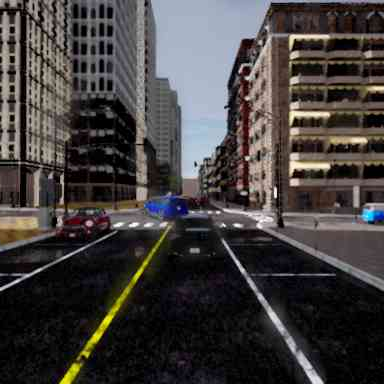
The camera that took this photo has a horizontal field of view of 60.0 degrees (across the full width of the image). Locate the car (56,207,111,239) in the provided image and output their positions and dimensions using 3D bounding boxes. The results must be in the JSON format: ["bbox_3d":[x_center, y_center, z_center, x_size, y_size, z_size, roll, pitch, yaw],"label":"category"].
[{"bbox_3d":[-5.707,1.551,17.867,1.967,1.590,4.097,0,0,0],"label":"car"}]

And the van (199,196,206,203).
[{"bbox_3d":[2.612,1.889,83.655,1.690,1.788,3.998,0,0,0],"label":"van"}]

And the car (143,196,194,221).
[{"bbox_3d":[-2.407,1.400,29.527,2.150,2.045,5.566,2,0,-30],"label":"car"}]

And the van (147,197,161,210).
[{"bbox_3d":[-5.737,1.661,50.341,1.690,1.788,3.998,0,0,0],"label":"van"}]

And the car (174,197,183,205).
[{"bbox_3d":[-3.068,1.963,74.645,1.882,1.535,5.008,0,0,0],"label":"car"}]

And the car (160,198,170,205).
[{"bbox_3d":[-5.757,1.995,72.373,1.752,1.417,4.829,0,0,0],"label":"car"}]

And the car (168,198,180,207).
[{"bbox_3d":[-3.102,1.857,59.164,1.882,1.535,5.008,0,0,0],"label":"car"}]

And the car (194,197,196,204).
[{"bbox_3d":[-0.069,2.067,79.840,1.994,1.385,4.181,0,0,0],"label":"car"}]

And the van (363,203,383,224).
[{"bbox_3d":[16.904,1.883,28.619,3.998,1.788,1.690,1,-1,0],"label":"van"}]

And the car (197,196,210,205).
[{"bbox_3d":[2.628,1.748,67.003,2.192,1.841,5.009,0,0,0],"label":"car"}]

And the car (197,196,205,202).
[{"bbox_3d":[2.602,1.941,94.756,2.192,1.841,5.009,0,0,0],"label":"car"}]

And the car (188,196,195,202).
[{"bbox_3d":[-0.080,1.919,89.847,1.882,1.535,5.008,0,0,0],"label":"car"}]

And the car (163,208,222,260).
[{"bbox_3d":[0.088,1.584,12.714,1.837,1.490,4.892,0,0,0],"label":"car"}]
